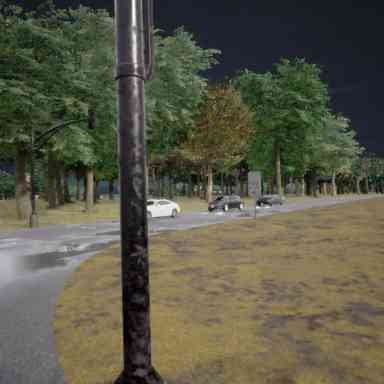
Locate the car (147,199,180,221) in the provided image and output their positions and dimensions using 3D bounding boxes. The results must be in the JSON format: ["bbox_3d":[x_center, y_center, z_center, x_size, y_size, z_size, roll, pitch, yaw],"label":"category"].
[{"bbox_3d":[-2.780,1.268,24.469,1.812,1.442,4.674,-3,-1,37],"label":"car"}]

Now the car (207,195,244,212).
[{"bbox_3d":[3.352,1.087,32.537,1.837,1.490,4.892,-3,-1,37],"label":"car"}]

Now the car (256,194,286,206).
[{"bbox_3d":[9.764,0.970,40.949,2.033,1.411,5.357,-3,-1,37],"label":"car"}]
